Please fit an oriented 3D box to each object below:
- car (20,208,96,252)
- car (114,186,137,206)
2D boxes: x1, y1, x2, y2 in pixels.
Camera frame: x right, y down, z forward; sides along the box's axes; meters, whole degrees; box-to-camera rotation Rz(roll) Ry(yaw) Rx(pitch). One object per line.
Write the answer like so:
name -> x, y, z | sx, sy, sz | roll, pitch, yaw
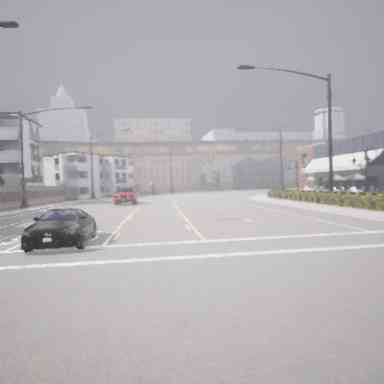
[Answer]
car -> -4.971, 1.345, 12.857 | 1.994, 1.385, 4.181 | -2, 2, -7
car -> -7.593, 0.413, 38.246 | 2.150, 2.045, 5.566 | -2, 2, -6
